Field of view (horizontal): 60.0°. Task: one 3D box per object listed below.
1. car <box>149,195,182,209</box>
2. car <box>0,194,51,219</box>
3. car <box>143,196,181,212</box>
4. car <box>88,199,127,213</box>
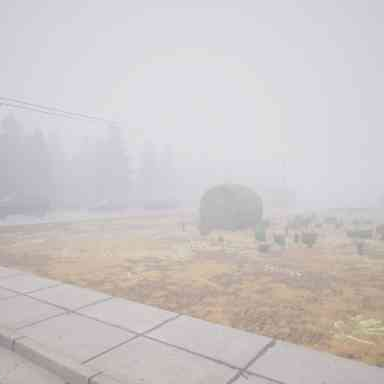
[{"bbox_3d":[-3.559,1.379,45.816,2.097,1.767,4.553,0,0,37],"label":"car"},{"bbox_3d":[-15.479,1.248,29.689,2.150,2.045,5.566,0,0,36],"label":"car"},{"bbox_3d":[-3.814,1.552,39.266,1.812,1.442,4.674,0,0,36],"label":"car"},{"bbox_3d":[-9.526,1.552,37.740,1.812,1.442,4.674,0,0,37],"label":"car"}]
